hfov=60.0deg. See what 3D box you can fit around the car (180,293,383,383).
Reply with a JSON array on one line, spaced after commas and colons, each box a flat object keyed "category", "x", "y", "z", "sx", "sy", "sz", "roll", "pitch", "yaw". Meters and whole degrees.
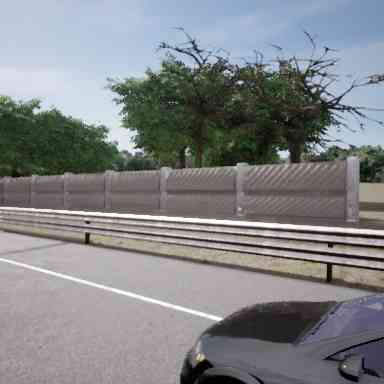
[{"category": "car", "x": 1.921, "y": 1.564, "z": 2.681, "sx": 4.181, "sy": 1.385, "sz": 1.994, "roll": 0, "pitch": 0, "yaw": 37}]
